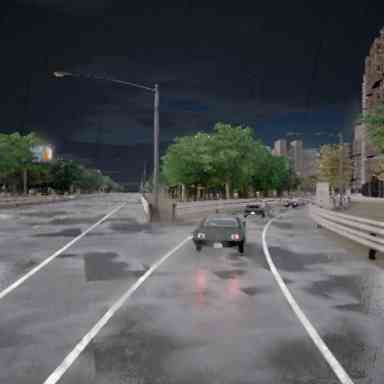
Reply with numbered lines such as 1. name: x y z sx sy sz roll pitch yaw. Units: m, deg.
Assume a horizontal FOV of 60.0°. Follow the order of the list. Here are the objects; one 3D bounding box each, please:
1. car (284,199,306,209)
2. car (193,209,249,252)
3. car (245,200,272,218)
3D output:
1. car: 14.599 1.668 46.772 1.895 1.301 4.718 0 0 34
2. car: 1.324 1.613 14.034 1.895 1.301 4.718 0 0 10
3. car: 6.085 1.543 30.550 1.837 1.490 4.892 0 0 22
